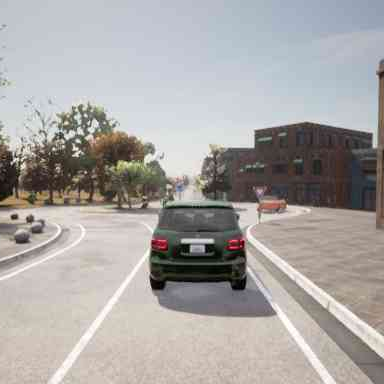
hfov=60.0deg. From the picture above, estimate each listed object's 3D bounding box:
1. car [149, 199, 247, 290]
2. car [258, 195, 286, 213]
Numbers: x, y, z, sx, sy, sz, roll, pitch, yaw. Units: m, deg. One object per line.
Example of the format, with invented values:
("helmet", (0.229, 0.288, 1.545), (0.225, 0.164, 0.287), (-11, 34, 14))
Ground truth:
("car", (0.184, 1.208, 9.222), (2.150, 2.045, 5.566), (0, 0, 2))
("car", (8.451, 1.130, 34.817), (2.097, 1.767, 4.553), (1, 1, 26))
